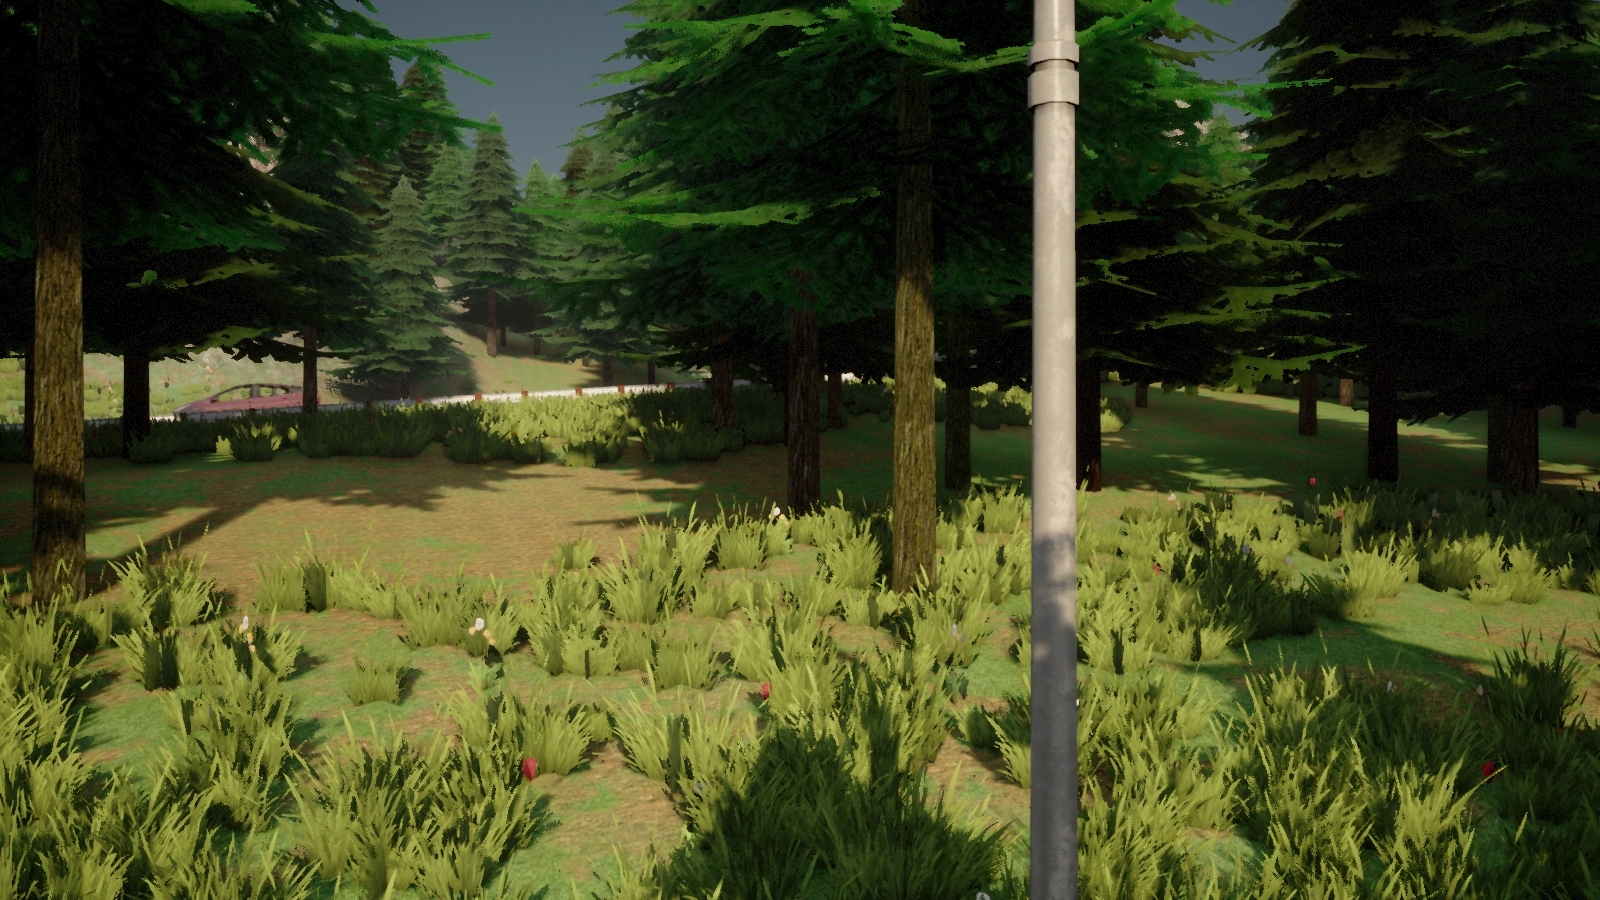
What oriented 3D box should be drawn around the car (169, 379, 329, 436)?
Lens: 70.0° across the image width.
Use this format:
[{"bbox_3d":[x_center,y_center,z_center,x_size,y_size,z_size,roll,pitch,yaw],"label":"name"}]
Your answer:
[{"bbox_3d":[-18.065,-1.390,37.496,4.514,1.525,2.007,-5,2,-28],"label":"car"}]
